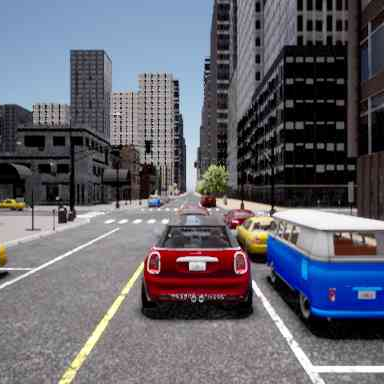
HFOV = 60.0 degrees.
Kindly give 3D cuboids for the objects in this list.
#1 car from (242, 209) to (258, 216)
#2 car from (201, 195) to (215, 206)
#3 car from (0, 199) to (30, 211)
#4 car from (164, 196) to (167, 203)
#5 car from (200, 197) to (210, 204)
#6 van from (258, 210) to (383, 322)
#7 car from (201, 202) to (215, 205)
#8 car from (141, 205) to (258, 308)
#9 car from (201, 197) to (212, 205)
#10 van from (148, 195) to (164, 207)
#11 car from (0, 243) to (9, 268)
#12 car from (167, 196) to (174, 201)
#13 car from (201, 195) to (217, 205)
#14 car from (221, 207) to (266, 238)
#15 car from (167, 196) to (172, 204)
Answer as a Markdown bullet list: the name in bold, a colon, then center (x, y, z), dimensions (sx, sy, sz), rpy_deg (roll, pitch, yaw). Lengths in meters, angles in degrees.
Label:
- **car**: center (2.677, 1.527, 12.786), dimensions (1.752, 1.417, 4.829), rpy_deg (0, 0, 0)
- **car**: center (2.641, 1.378, 56.191), dimensions (2.192, 1.841, 5.009), rpy_deg (0, 0, 0)
- **car**: center (-21.440, 1.468, 38.476), dimensions (4.829, 1.417, 1.752), rpy_deg (0, 0, 0)
- **car**: center (-5.739, 1.504, 56.181), dimensions (1.967, 1.590, 4.097), rpy_deg (0, 0, 0)
- **car**: center (2.633, 1.653, 67.239), dimensions (1.947, 1.339, 4.313), rpy_deg (0, 0, 0)
- **van**: center (2.682, 1.341, 6.952), dimensions (1.690, 1.788, 3.998), rpy_deg (0, 0, 0)
- **car**: center (0.086, 1.481, 17.299), dimensions (1.882, 1.535, 5.008), rpy_deg (0, 0, 0)
- **car**: center (0.093, 1.352, 8.093), dimensions (2.097, 1.767, 4.553), rpy_deg (0, 0, 0)
- **car**: center (2.637, 1.620, 61.715), dimensions (1.887, 1.381, 4.507), rpy_deg (0, 0, 0)
- **van**: center (-5.734, 1.394, 50.658), dimensions (1.690, 1.788, 3.998), rpy_deg (0, 0, 0)
- **car**: center (-5.698, 1.525, 6.775), dimensions (1.752, 1.417, 4.829), rpy_deg (0, 0, 0)
- **car**: center (-5.765, 1.671, 89.155), dimensions (1.752, 1.417, 4.829), rpy_deg (0, 0, 0)
- **car**: center (2.645, 1.368, 50.667), dimensions (2.192, 1.841, 5.009), rpy_deg (0, 0, 0)
- **car**: center (2.673, 1.586, 18.279), dimensions (1.802, 1.307, 4.206), rpy_deg (0, 0, 0)
- **car**: center (-5.748, 1.528, 67.231), dimensions (1.967, 1.590, 4.097), rpy_deg (0, 0, 0)
